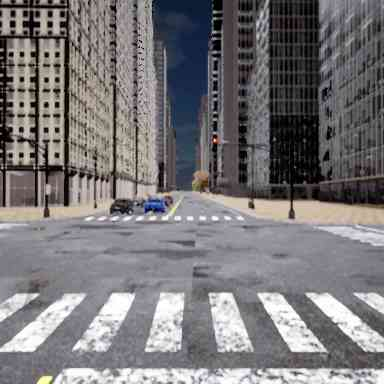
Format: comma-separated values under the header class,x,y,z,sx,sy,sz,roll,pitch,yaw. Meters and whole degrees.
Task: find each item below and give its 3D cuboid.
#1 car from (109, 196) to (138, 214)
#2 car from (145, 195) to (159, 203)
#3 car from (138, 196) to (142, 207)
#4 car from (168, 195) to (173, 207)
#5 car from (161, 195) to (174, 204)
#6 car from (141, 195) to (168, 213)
class,x,y,z,sx,sy,sz,roll,pitch,yaw
car,-7.083,1.394,33.921,1.837,1.490,4.892,0,0,-1
car,-7.493,1.274,63.022,2.128,1.511,4.902,0,0,0
car,-7.248,1.344,44.364,2.128,1.511,4.902,0,0,-1
car,-4.012,1.451,45.396,1.895,1.301,4.718,0,0,-1
car,-4.198,1.330,57.687,1.812,1.442,4.674,0,0,0
car,-3.855,1.365,34.834,1.882,1.535,5.008,0,0,-2
